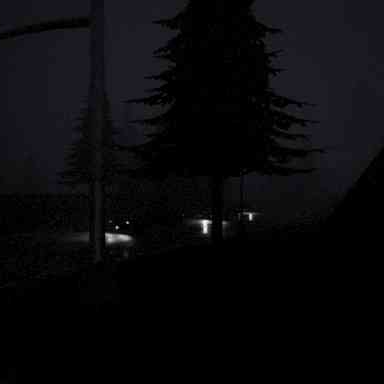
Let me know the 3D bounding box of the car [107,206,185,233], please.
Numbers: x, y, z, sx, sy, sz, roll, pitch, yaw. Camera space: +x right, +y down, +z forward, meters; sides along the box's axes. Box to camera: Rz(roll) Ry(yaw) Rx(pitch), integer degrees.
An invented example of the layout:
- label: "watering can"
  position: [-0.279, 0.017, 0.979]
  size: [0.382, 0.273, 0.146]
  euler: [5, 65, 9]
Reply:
- label: "car"
  position: [-2.588, 1.556, 20.357]
  size: [2.033, 1.411, 5.357]
  euler: [0, 0, 35]

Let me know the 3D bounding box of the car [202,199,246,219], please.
- label: "car"
  position: [2.735, 1.556, 29.223]
  size: [2.033, 1.411, 5.357]
  euler: [0, 0, 26]

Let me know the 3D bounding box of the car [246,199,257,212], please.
- label: "car"
  position: [6.507, 1.558, 38.959]
  size: [2.033, 1.411, 5.357]
  euler: [0, 0, 16]
